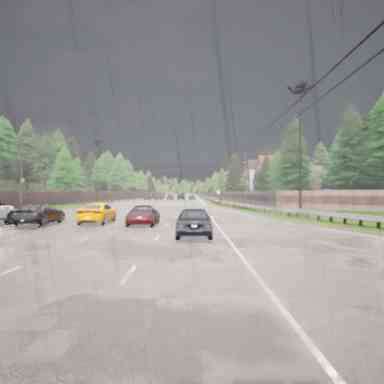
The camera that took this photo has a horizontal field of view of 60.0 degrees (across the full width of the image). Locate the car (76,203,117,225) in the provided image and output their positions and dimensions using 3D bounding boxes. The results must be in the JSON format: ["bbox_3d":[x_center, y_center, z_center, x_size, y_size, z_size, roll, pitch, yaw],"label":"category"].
[{"bbox_3d":[-6.898,1.547,24.421,1.882,1.535,5.008,0,0,0],"label":"car"}]

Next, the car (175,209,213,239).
[{"bbox_3d":[0.102,1.597,17.493,2.033,1.411,5.357,0,0,0],"label":"car"}]

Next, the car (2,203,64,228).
[{"bbox_3d":[-10.398,1.556,22.834,2.128,1.511,4.902,0,0,0],"label":"car"}]

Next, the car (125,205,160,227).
[{"bbox_3d":[-3.397,1.630,23.478,1.994,1.385,4.181,0,0,0],"label":"car"}]

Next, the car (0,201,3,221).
[{"bbox_3d":[-13.898,1.284,21.970,2.150,2.045,5.566,0,0,0],"label":"car"}]
